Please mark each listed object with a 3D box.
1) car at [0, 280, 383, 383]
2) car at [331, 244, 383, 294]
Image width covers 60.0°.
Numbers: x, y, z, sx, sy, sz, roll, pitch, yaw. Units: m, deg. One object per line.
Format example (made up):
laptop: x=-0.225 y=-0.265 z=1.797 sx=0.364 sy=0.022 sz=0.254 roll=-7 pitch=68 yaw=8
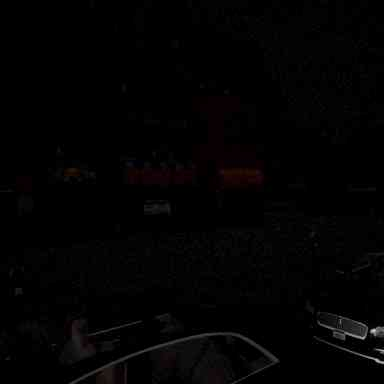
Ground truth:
car: x=-0.827 y=1.551 z=2.246 sx=4.403 sy=1.369 sz=2.008 roll=0 pitch=-2 yaw=-36
car: x=3.605 y=1.548 z=5.416 sx=4.403 sy=1.369 sz=2.008 roll=0 pitch=-2 yaw=-36
